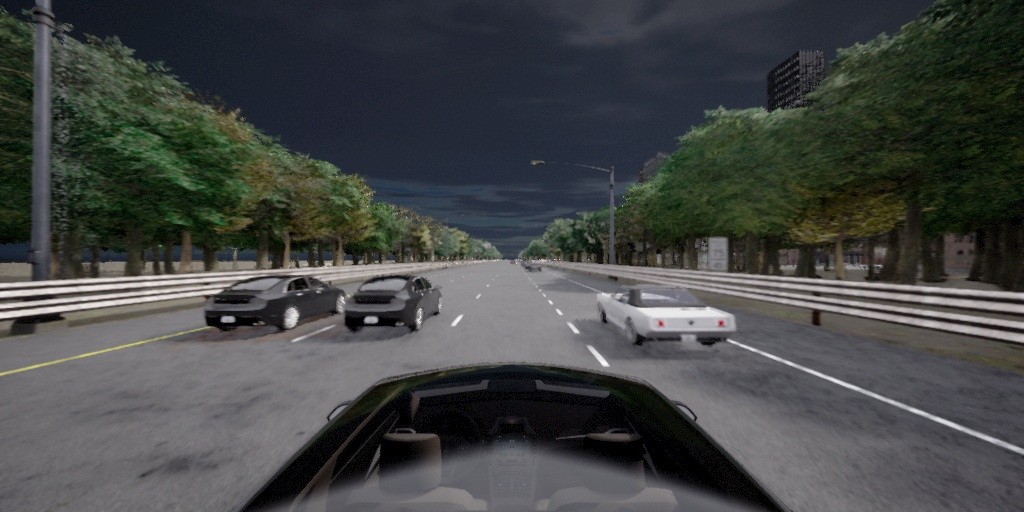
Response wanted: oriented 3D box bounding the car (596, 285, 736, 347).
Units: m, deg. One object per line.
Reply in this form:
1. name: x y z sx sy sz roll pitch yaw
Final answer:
1. car: 3.599 1.405 9.506 1.895 1.301 4.718 0 0 0

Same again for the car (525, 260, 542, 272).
1. car: 3.506 1.632 55.194 2.128 1.511 4.902 0 0 0

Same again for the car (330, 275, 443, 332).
1. car: -3.401 1.320 11.095 1.837 1.490 4.892 0 0 0

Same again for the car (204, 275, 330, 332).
1. car: -6.901 1.321 11.142 1.837 1.490 4.892 0 0 0
